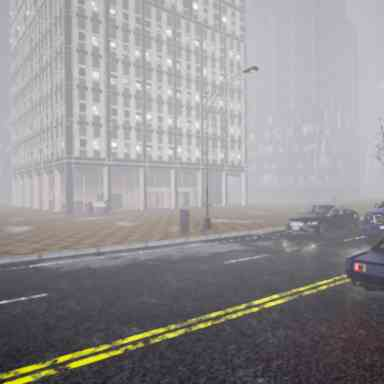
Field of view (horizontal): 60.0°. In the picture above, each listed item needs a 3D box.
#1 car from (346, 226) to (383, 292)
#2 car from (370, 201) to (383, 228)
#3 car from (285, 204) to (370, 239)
[{"bbox_3d":[5.565,1.543,7.578,4.718,1.301,1.895,-1,0,-37],"label":"car"},{"bbox_3d":[10.118,1.110,15.480,5.566,2.045,2.150,0,0,-38],"label":"car"},{"bbox_3d":[6.733,1.397,16.956,4.902,1.511,2.128,0,0,-38],"label":"car"}]
